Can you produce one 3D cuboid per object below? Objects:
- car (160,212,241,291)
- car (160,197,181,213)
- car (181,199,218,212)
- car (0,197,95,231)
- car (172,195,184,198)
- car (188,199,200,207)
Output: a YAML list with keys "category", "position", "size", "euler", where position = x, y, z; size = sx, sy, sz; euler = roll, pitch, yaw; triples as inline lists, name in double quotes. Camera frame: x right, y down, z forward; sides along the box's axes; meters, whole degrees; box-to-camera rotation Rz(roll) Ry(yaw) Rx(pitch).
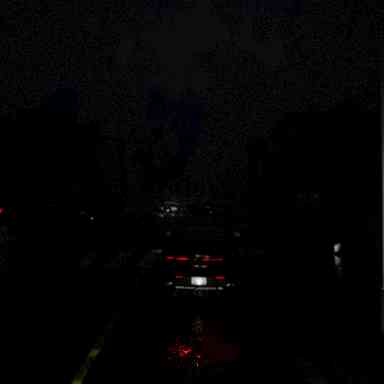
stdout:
- category: "car"
  position: [0.296, 1.545, 9.188]
  size: [1.837, 1.490, 4.892]
  euler: [0, 0, 4]
- category: "car"
  position: [-2.627, 1.716, 39.781]
  size: [2.033, 1.411, 5.357]
  euler: [0, 0, 2]
- category: "car"
  position: [0.908, 1.645, 32.817]
  size: [2.128, 1.511, 4.902]
  euler: [0, 0, -20]
- category: "car"
  position: [-9.031, 1.329, 20.808]
  size: [5.566, 2.045, 2.150]
  euler: [0, -2, -1]
- category: "car"
  position: [-2.589, 1.684, 49.883]
  size: [1.882, 1.535, 5.008]
  euler: [0, 0, 0]
- category: "car"
  position: [0.343, 1.837, 57.742]
  size: [1.895, 1.301, 4.718]
  euler: [0, 0, 0]
